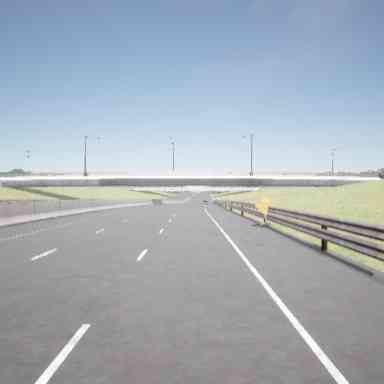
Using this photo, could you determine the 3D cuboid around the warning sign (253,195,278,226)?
[{"bbox_3d":[4.550,1.118,20.564,1.300,1.860,1.060,0,0,0],"label":"warning sign"}]
